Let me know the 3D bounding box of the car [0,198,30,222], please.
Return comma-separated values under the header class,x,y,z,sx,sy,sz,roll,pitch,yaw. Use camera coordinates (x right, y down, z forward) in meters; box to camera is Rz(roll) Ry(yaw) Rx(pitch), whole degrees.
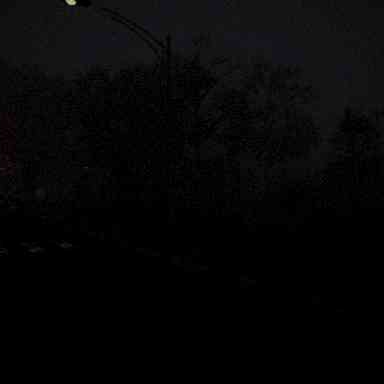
class,x,y,z,sx,sy,sz,roll,pitch,yaw
car,-13.212,1.205,24.272,1.967,1.590,4.097,-2,2,-35
